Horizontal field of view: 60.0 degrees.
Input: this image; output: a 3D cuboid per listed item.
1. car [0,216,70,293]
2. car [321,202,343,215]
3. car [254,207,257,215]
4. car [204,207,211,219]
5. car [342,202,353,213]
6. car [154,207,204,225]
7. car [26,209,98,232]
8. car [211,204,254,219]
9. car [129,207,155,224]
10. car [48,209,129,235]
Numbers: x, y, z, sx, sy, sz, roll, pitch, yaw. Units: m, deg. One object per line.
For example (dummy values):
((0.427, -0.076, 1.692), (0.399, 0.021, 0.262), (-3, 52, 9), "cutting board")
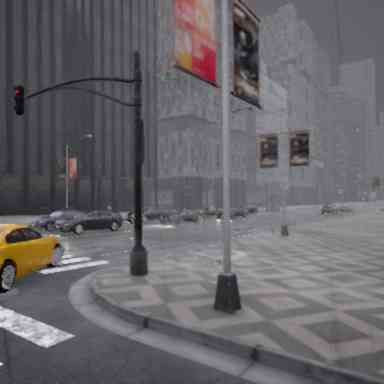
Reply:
((-5.259, 1.610, 9.175), (1.882, 1.535, 5.008), (0, -2, -2), "car")
((20.570, 2.623, 49.463), (1.837, 1.490, 4.892), (-1, -2, 36), "car")
((7.778, 2.552, 48.627), (1.882, 1.535, 5.008), (-1, -2, 36), "car")
((1.751, 2.480, 40.329), (1.895, 1.301, 4.718), (-1, -2, 36), "car")
((26.604, 2.877, 57.845), (1.994, 1.385, 4.181), (-1, -2, 36), "car")
((-1.148, 2.227, 30.764), (1.994, 1.385, 4.181), (-1, -2, 35), "car")
((-9.520, 2.041, 24.696), (1.812, 1.442, 4.674), (-1, -2, 37), "car")
((4.832, 2.404, 39.049), (2.033, 1.411, 5.357), (-1, -2, 36), "car")
((-4.131, 2.179, 32.165), (2.128, 1.511, 4.902), (-1, -2, 36), "car")
((-6.956, 1.981, 22.678), (1.837, 1.490, 4.892), (-1, -2, 36), "car")
